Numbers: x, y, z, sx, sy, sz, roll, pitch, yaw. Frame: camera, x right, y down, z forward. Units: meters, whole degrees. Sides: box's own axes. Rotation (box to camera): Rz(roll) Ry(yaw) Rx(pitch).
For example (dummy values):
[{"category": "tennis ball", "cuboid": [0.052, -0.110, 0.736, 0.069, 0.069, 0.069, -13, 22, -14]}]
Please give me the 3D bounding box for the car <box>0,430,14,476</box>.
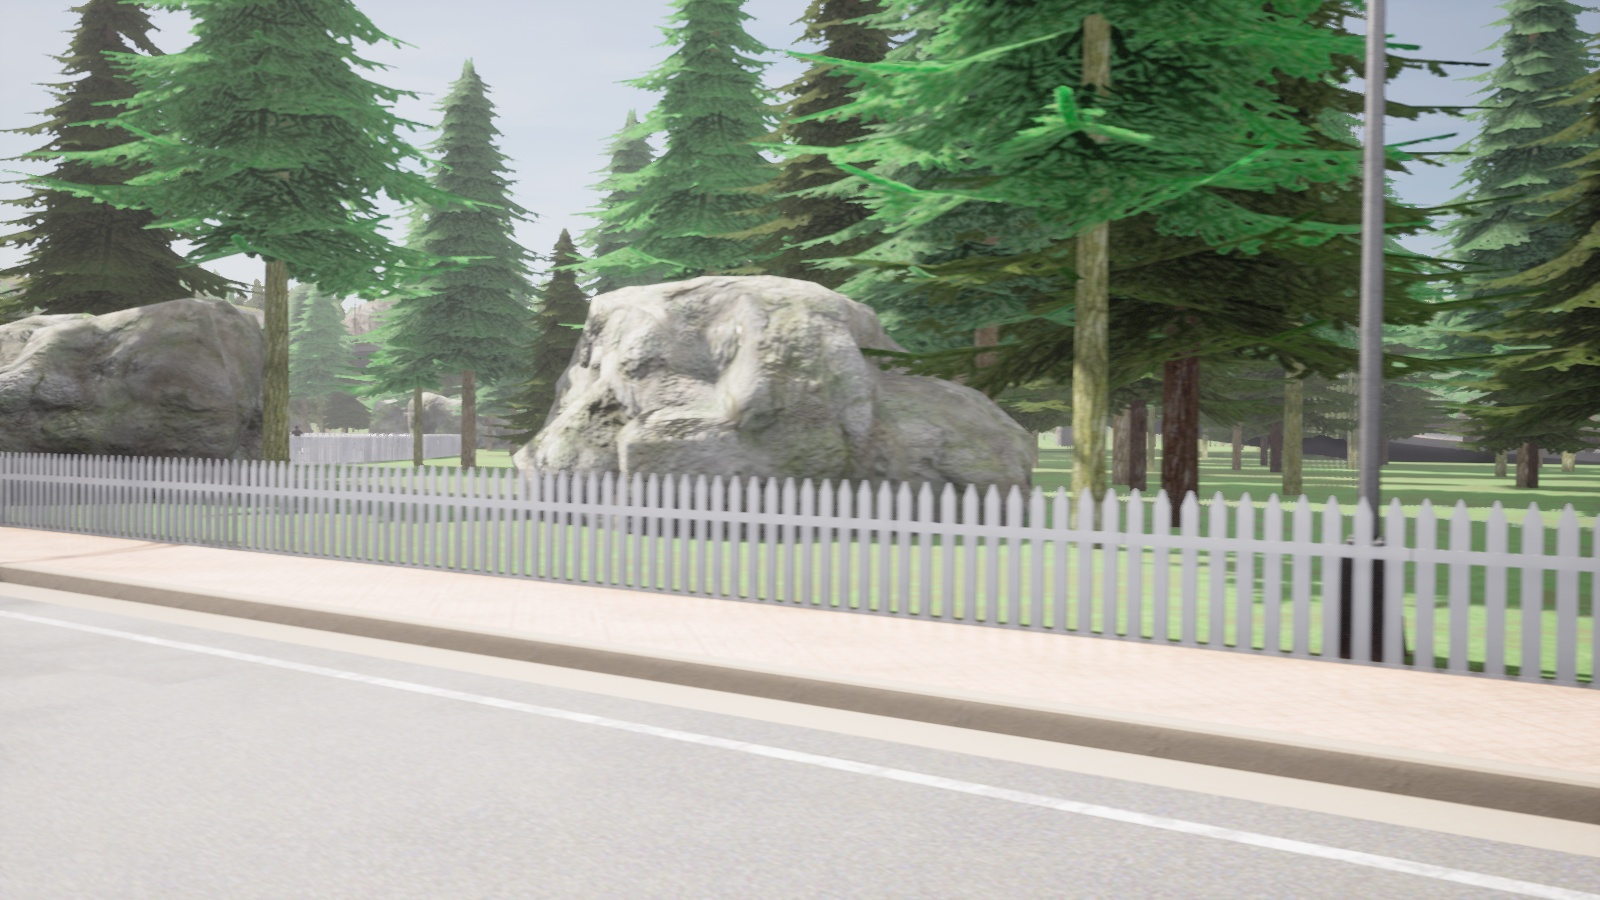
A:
[{"category": "car", "cuboid": [-29.854, 0.140, 42.859, 2.152, 1.651, 5.027, 0, 1, 14]}]
